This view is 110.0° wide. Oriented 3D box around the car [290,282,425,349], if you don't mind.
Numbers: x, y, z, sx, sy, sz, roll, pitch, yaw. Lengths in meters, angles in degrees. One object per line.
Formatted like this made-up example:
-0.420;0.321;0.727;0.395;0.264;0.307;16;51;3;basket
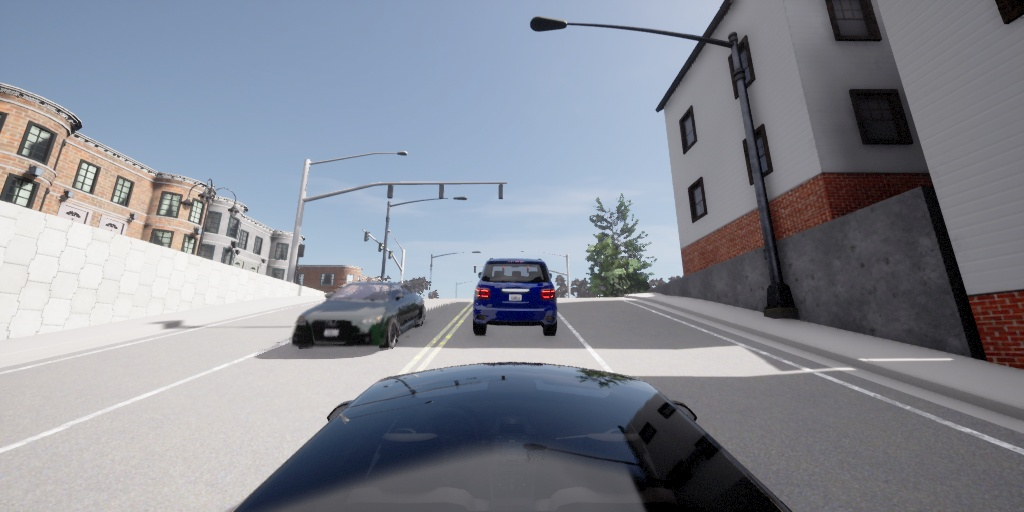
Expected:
-3.584;1.363;9.117;1.994;1.385;4.181;1;-1;0;car

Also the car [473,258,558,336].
0.091;1.097;11.036;2.150;2.045;5.566;1;-1;0;car
